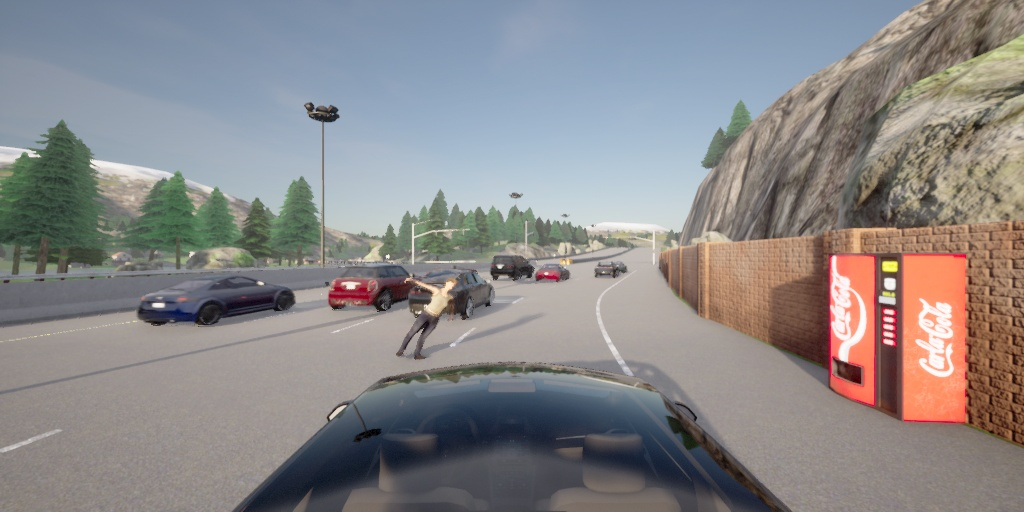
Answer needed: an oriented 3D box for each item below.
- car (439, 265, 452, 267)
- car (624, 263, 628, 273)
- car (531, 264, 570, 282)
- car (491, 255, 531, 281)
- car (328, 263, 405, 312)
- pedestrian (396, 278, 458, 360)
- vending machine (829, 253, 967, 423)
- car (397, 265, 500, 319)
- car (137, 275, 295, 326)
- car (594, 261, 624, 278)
[{"bbox_3d":[-4.612,1.344,28.051,1.895,1.301,4.718,0,0,21],"label":"car"},{"bbox_3d":[12.447,1.303,42.295,1.994,1.385,4.181,0,0,22],"label":"car"},{"bbox_3d":[3.356,1.307,29.078,1.994,1.385,4.181,0,0,22],"label":"car"},{"bbox_3d":[0.065,0.964,30.359,2.150,2.045,5.566,0,0,22],"label":"car"},{"bbox_3d":[-5.190,1.099,14.591,2.097,1.767,4.553,0,0,11],"label":"car"},{"bbox_3d":[-1.539,1.189,6.686,0.375,1.860,0.375,31,5,-20],"label":"pedestrian"},{"bbox_3d":[5.128,0.944,4.840,1.100,2.100,0.880,0,0,5],"label":"vending machine"},{"bbox_3d":[-1.988,1.253,12.926,1.837,1.490,4.892,0,0,11],"label":"car"},{"bbox_3d":[-9.302,1.311,11.743,1.994,1.385,4.181,0,0,9],"label":"car"},{"bbox_3d":[8.942,1.232,33.639,2.128,1.511,4.902,0,0,22],"label":"car"}]
